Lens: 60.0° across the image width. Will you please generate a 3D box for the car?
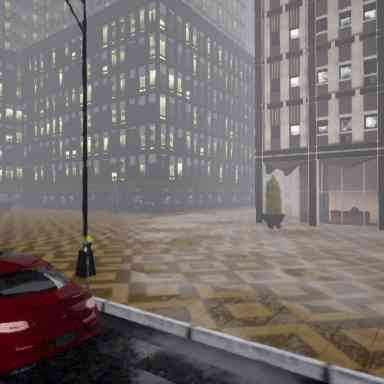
[{"bbox_3d":[-3.173,1.582,5.122,4.206,1.307,1.802,0,0,36],"label":"car"}]
